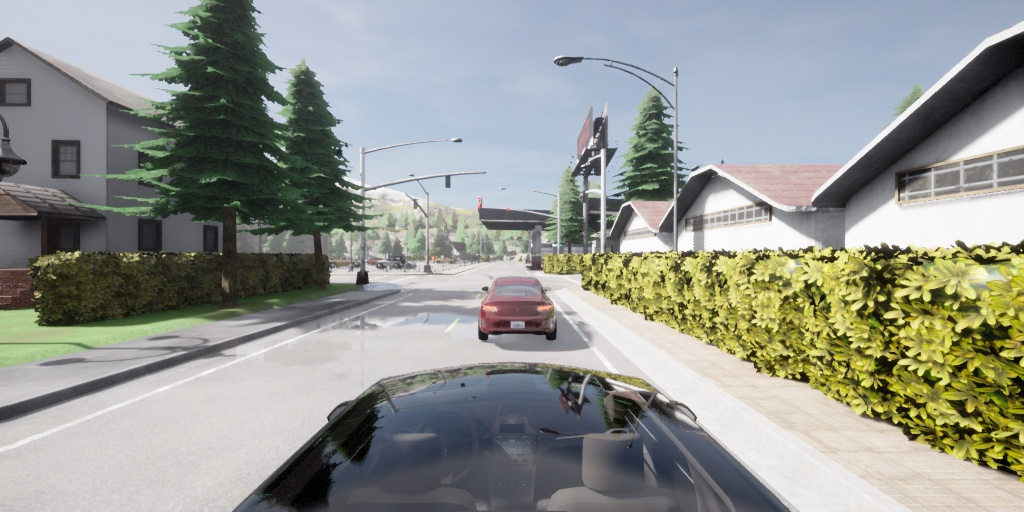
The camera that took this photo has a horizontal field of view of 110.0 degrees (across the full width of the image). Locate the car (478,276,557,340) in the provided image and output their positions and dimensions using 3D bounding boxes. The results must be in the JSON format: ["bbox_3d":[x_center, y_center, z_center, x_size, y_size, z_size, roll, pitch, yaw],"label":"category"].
[{"bbox_3d":[0.128,1.276,9.804,1.812,1.442,4.674,0,0,0],"label":"car"}]
